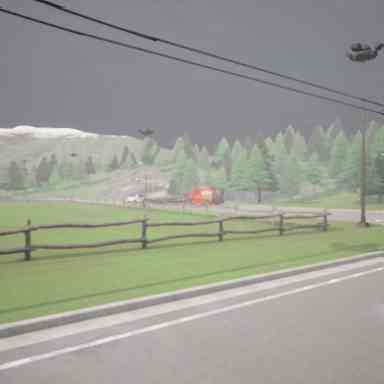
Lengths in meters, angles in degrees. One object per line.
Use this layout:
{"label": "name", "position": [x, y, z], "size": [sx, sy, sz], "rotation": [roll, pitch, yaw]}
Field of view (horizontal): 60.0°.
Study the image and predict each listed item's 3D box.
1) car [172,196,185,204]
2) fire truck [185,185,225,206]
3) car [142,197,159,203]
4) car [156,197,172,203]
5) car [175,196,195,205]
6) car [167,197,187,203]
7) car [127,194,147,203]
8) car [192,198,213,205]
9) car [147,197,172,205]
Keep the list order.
{"label": "car", "position": [-3.339, 1.865, 66.685], "size": [2.033, 1.411, 5.357], "rotation": [1, 0, -35]}
{"label": "fire truck", "position": [2.597, 0.682, 62.986], "size": [2.891, 3.827, 8.468], "rotation": [1, 0, -31]}
{"label": "car", "position": [-9.378, 1.860, 75.269], "size": [1.895, 1.301, 4.718], "rotation": [1, 0, -35]}
{"label": "car", "position": [-6.497, 1.845, 77.258], "size": [1.994, 1.385, 4.181], "rotation": [1, 0, -35]}
{"label": "car", "position": [-1.570, 1.704, 70.256], "size": [2.097, 1.767, 4.553], "rotation": [1, 0, -35]}
{"label": "car", "position": [-3.634, 1.863, 79.271], "size": [2.033, 1.411, 5.357], "rotation": [1, 0, -35]}
{"label": "car", "position": [-12.238, 1.461, 73.257], "size": [2.150, 2.045, 5.566], "rotation": [1, 0, -35]}
{"label": "car", "position": [2.208, 1.975, 70.964], "size": [1.895, 1.301, 4.718], "rotation": [1, 0, -35]}
{"label": "car", "position": [-6.436, 1.851, 65.005], "size": [1.994, 1.385, 4.181], "rotation": [1, 0, -35]}
